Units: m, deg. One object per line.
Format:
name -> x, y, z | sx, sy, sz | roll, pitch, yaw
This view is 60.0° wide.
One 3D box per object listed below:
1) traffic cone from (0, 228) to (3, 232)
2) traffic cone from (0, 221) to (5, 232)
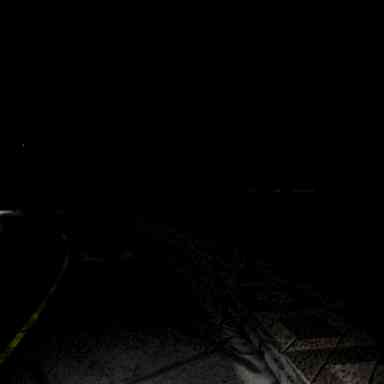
traffic cone -> -7.831, 1.845, 13.206 | 0.340, 0.580, 0.340 | 0, 1, -23
traffic cone -> -9.941, 1.786, 17.357 | 0.340, 0.580, 0.340 | 0, 1, -31
